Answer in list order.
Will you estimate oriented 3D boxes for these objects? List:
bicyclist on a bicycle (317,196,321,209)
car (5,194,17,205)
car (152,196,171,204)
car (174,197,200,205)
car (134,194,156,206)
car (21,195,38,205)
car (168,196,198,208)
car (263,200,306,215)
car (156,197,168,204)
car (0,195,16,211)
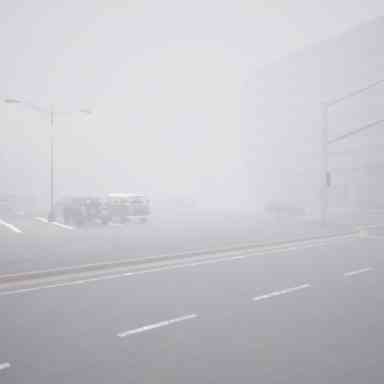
[{"bbox_3d":[16.620,1.356,42.913,1.656,1.620,0.582,0,0,-35],"label":"bicyclist on a bicycle"},{"bbox_3d":[-29.569,1.212,53.797,1.905,1.878,3.866,0,0,-35],"label":"car"},{"bbox_3d":[-6.372,1.619,68.531,1.994,1.385,4.181,0,0,-35],"label":"car"},{"bbox_3d":[-0.972,1.603,61.035,2.033,1.411,5.357,0,0,-35],"label":"car"},{"bbox_3d":[-9.224,1.581,66.502,1.812,1.442,4.674,0,0,-35],"label":"car"},{"bbox_3d":[-27.173,1.209,55.422,1.932,1.855,4.605,0,0,-35],"label":"car"},{"bbox_3d":[-1.106,1.407,48.901,2.097,1.767,4.553,0,0,-35],"label":"car"},{"bbox_3d":[9.406,1.581,34.141,1.812,1.442,4.674,0,0,-36],"label":"car"},{"bbox_3d":[-3.828,1.547,59.011,2.128,1.511,4.902,0,0,-35],"label":"car"},{"bbox_3d":[-21.703,1.451,37.968,1.970,1.475,3.806,0,0,-35],"label":"car"}]
